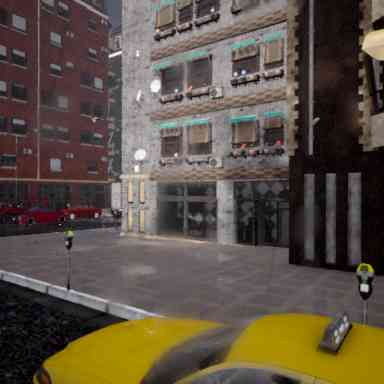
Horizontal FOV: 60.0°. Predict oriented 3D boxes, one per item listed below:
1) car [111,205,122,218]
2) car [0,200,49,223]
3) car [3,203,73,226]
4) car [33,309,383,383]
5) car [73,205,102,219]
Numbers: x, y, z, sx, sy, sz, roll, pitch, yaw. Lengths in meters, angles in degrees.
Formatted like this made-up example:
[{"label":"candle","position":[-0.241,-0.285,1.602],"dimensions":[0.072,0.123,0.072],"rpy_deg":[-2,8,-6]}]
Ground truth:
[{"label":"car","position":[-5.864,1.695,34.820],"dimensions":[2.150,2.045,5.566],"rpy_deg":[0,-1,35]},{"label":"car","position":[-14.151,1.585,27.650],"dimensions":[2.192,1.841,5.009],"rpy_deg":[-1,-2,35]},{"label":"car","position":[-12.004,1.846,26.174],"dimensions":[1.994,1.385,4.181],"rpy_deg":[0,-1,35]},{"label":"car","position":[0.736,1.525,2.350],"dimensions":[4.829,1.417,1.752],"rpy_deg":[0,0,36]},{"label":"car","position":[-10.854,1.918,32.288],"dimensions":[1.887,1.381,4.507],"rpy_deg":[-1,-2,35]}]
